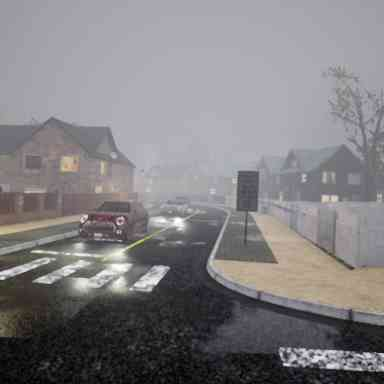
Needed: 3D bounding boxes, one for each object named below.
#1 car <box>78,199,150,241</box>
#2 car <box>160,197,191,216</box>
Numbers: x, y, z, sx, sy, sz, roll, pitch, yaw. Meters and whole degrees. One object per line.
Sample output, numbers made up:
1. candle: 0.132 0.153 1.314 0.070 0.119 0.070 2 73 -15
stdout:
1. car: -3.476 1.160 15.666 2.097 1.767 4.553 2 0 8
2. car: -1.579 1.395 30.000 1.895 1.301 4.718 2 0 6
